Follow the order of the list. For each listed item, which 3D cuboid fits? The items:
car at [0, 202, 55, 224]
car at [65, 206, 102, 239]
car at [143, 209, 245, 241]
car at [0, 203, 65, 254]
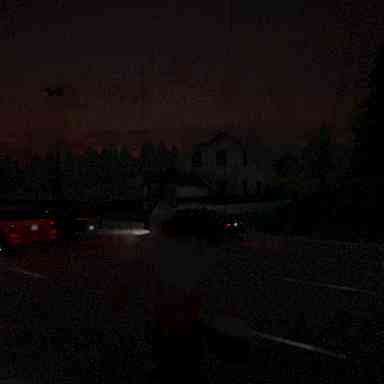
[{"bbox_3d":[-13.398,1.581,26.449,5.357,1.411,2.033,0,0,36],"label":"car"},{"bbox_3d":[-6.822,1.512,17.458,4.902,1.511,2.128,0,0,36],"label":"car"},{"bbox_3d":[-0.011,1.560,16.890,5.357,1.411,2.033,0,0,36],"label":"car"},{"bbox_3d":[-7.650,1.369,13.745,4.553,1.767,2.097,0,0,36],"label":"car"}]
